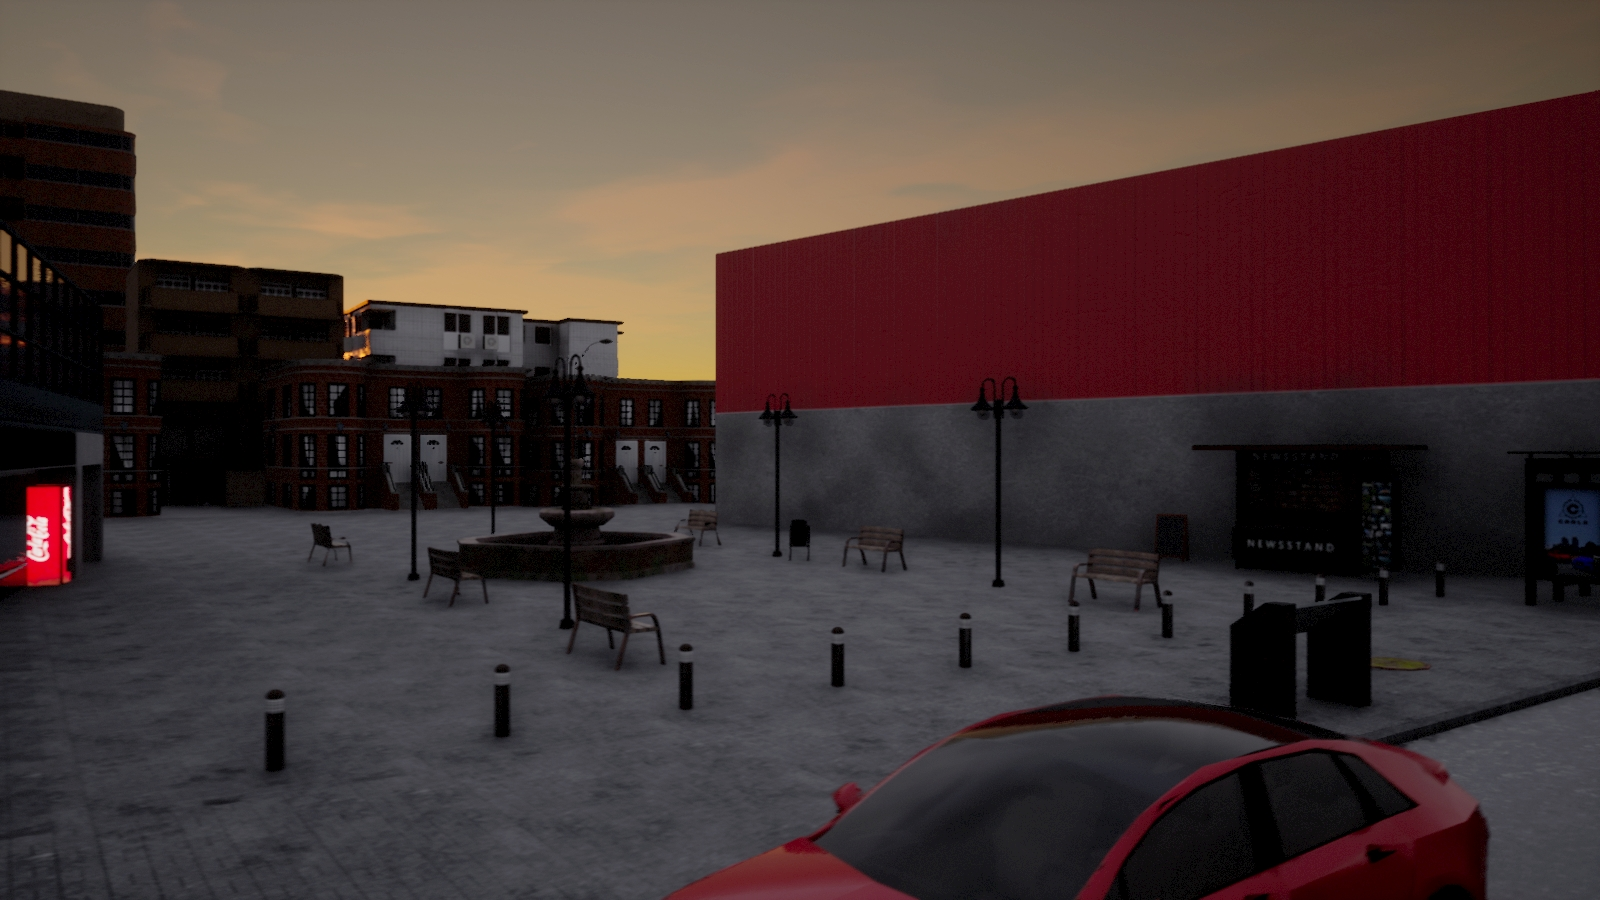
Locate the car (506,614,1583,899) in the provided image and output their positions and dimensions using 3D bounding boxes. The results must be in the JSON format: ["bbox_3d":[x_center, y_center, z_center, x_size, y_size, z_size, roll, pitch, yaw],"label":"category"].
[{"bbox_3d":[1.384,1.842,5.381,4.892,1.480,2.231,0,0,-35],"label":"car"}]
